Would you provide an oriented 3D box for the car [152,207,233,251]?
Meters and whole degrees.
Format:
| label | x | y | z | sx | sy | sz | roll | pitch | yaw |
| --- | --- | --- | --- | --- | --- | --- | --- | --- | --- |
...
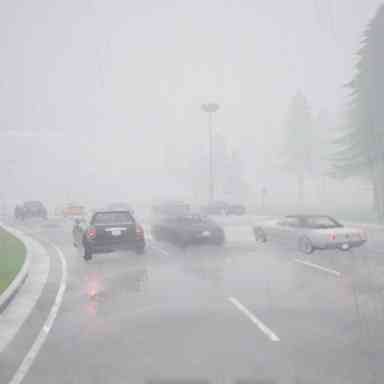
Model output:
| label | x | y | z | sx | sy | sz | roll | pitch | yaw |
| --- | --- | --- | --- | --- | --- | --- | --- | --- | --- |
| car | -0.286 | 1.561 | 14.430 | 1.994 | 1.385 | 4.181 | -1 | 0 | -25 |

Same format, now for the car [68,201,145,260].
| label | x | y | z | sx | sy | sz | roll | pitch | yaw |
| --- | --- | --- | --- | --- | --- | --- | --- | --- | --- |
| car | -3.419 | 1.397 | 13.051 | 2.097 | 1.767 | 4.553 | -1 | 0 | -25 |

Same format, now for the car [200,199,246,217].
| label | x | y | z | sx | sy | sz | roll | pitch | yaw |
| --- | --- | --- | --- | --- | --- | --- | --- | --- | --- |
| car | 2.642 | 1.422 | 29.913 | 1.882 | 1.535 | 5.008 | -1 | 0 | -35 |

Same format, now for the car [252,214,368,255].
| label | x | y | z | sx | sy | sz | roll | pitch | yaw |
| --- | --- | --- | --- | --- | --- | --- | --- | --- | --- |
| car | 4.285 | 1.530 | 13.112 | 1.895 | 1.301 | 4.718 | -1 | 0 | -21 |

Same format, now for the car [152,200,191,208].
| label | x | y | z | sx | sy | sz | roll | pitch | yaw |
| --- | --- | --- | --- | --- | --- | --- | --- | --- | --- |
| car | -1.968 | 1.505 | 30.300 | 2.128 | 1.511 | 4.902 | -1 | 0 | -34 |

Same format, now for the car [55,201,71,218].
| label | x | y | z | sx | sy | sz | roll | pitch | yaw |
| --- | --- | --- | --- | --- | --- | --- | --- | --- | --- |
| car | -12.008 | 1.641 | 32.499 | 1.882 | 1.535 | 5.008 | -1 | 0 | -35 |

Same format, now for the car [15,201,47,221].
| label | x | y | z | sx | sy | sz | roll | pitch | yaw |
| --- | --- | --- | --- | --- | --- | --- | --- | --- | --- |
| car | -14.678 | 1.557 | 30.207 | 2.097 | 1.767 | 4.553 | -1 | 0 | -35 |

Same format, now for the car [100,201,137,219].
| label | x | y | z | sx | sy | sz | roll | pitch | yaw |
| --- | --- | --- | --- | --- | --- | --- | --- | --- | --- |
| car | -7.053 | 1.653 | 31.496 | 1.994 | 1.385 | 4.181 | -1 | 0 | -35 |
